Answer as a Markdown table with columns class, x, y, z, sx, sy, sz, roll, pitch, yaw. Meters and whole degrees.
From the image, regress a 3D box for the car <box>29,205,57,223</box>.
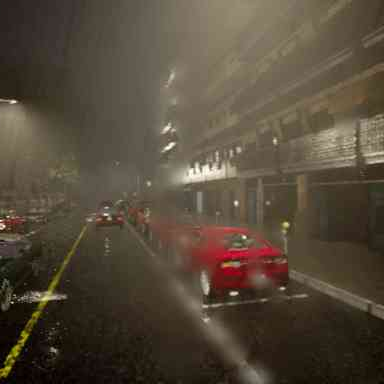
| class | x | y | z | sx | sy | sz | roll | pitch | yaw |
| --- | --- | --- | --- | --- | --- | --- | --- | --- | --- |
| car | -13.105 | 1.913 | 28.257 | 2.008 | 1.369 | 4.403 | -1 | 0 | -15 |

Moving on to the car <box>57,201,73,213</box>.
| class | x | y | z | sx | sy | sz | roll | pitch | yaw |
| --- | --- | --- | --- | --- | --- | --- | --- | --- | --- |
| car | -17.389 | 2.048 | 44.418 | 1.752 | 1.417 | 4.829 | -1 | 0 | -15 |

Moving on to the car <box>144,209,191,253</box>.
| class | x | y | z | sx | sy | sz | roll | pitch | yaw |
| --- | --- | --- | --- | --- | --- | --- | --- | --- | --- |
| car | -0.679 | 1.630 | 14.079 | 1.887 | 1.381 | 4.507 | -1 | 0 | -15 |

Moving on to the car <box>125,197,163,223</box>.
| class | x | y | z | sx | sy | sz | roll | pitch | yaw |
| --- | --- | --- | --- | --- | --- | --- | --- | --- | --- |
| car | -3.568 | 1.506 | 24.963 | 2.192 | 1.841 | 5.009 | -1 | 0 | -15 |

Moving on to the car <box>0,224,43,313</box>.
| class | x | y | z | sx | sy | sz | roll | pitch | yaw |
| --- | --- | --- | --- | --- | --- | --- | --- | --- | --- |
| car | -4.892 | 1.720 | 7.773 | 1.895 | 1.301 | 4.718 | -1 | 0 | -15 |

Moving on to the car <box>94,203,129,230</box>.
| class | x | y | z | sx | sy | sz | roll | pitch | yaw |
| --- | --- | --- | --- | --- | --- | --- | --- | --- | --- |
| car | -5.787 | 1.764 | 23.190 | 2.033 | 1.411 | 5.357 | -1 | 0 | -15 |

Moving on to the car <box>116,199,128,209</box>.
| class | x | y | z | sx | sy | sz | roll | pitch | yaw |
| --- | --- | --- | --- | --- | --- | --- | --- | --- | --- |
| car | -12.262 | 2.047 | 57.781 | 1.752 | 1.417 | 4.829 | -1 | 0 | -15 |

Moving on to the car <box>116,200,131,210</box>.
| class | x | y | z | sx | sy | sz | roll | pitch | yaw |
| --- | --- | --- | --- | --- | --- | --- | --- | --- | --- |
| car | -10.775 | 2.028 | 52.173 | 1.947 | 1.339 | 4.313 | -1 | 0 | -15 |

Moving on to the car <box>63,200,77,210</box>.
| class | x | y | z | sx | sy | sz | roll | pitch | yaw |
| --- | --- | --- | --- | --- | --- | --- | --- | --- | --- |
| car | -20.274 | 2.162 | 55.303 | 1.752 | 1.417 | 4.829 | -1 | 0 | -15 |

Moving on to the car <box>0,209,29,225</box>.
| class | x | y | z | sx | sy | sz | roll | pitch | yaw |
| --- | --- | --- | --- | --- | --- | --- | --- | --- | --- |
| car | -10.223 | 1.696 | 17.372 | 1.967 | 1.590 | 4.097 | -1 | 0 | -15 |

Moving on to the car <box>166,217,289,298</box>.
| class | x | y | z | sx | sy | sz | roll | pitch | yaw |
| --- | --- | --- | --- | --- | --- | --- | --- | --- | --- |
| car | 0.764 | 1.578 | 8.637 | 1.887 | 1.381 | 4.507 | -1 | 0 | -15 |

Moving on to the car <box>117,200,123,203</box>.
| class | x | y | z | sx | sy | sz | roll | pitch | yaw |
| --- | --- | --- | --- | --- | --- | --- | --- | --- | --- |
| car | -9.335 | 1.847 | 46.731 | 1.967 | 1.590 | 4.097 | -1 | 0 | -15 |

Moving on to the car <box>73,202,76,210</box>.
| class | x | y | z | sx | sy | sz | roll | pitch | yaw |
| --- | --- | --- | --- | --- | --- | --- | --- | --- | --- |
| car | -18.874 | 2.132 | 50.025 | 2.008 | 1.369 | 4.403 | -1 | 0 | -15 |

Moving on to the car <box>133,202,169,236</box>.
| class | x | y | z | sx | sy | sz | roll | pitch | yaw |
| --- | --- | --- | --- | --- | --- | --- | --- | --- | --- |
| car | -2.123 | 1.578 | 19.521 | 1.967 | 1.590 | 4.097 | -1 | 0 | -15 |

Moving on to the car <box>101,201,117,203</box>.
| class | x | y | z | sx | sy | sz | roll | pitch | yaw |
| --- | --- | --- | --- | --- | --- | --- | --- | --- | --- |
| car | -10.920 | 1.885 | 42.548 | 1.882 | 1.535 | 5.008 | -1 | -1 | -15 |

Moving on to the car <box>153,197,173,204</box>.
| class | x | y | z | sx | sy | sz | roll | pitch | yaw |
| --- | --- | --- | --- | --- | --- | --- | --- | --- | --- |
| car | -7.604 | 2.219 | 86.763 | 5.009 | 1.841 | 2.192 | 0 | -1 | -15 |

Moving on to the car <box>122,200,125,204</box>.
| class | x | y | z | sx | sy | sz | roll | pitch | yaw |
| --- | --- | --- | --- | --- | --- | --- | --- | --- | --- |
| car | -5.008 | 1.684 | 30.406 | 1.967 | 1.590 | 4.097 | -1 | 0 | -15 |
